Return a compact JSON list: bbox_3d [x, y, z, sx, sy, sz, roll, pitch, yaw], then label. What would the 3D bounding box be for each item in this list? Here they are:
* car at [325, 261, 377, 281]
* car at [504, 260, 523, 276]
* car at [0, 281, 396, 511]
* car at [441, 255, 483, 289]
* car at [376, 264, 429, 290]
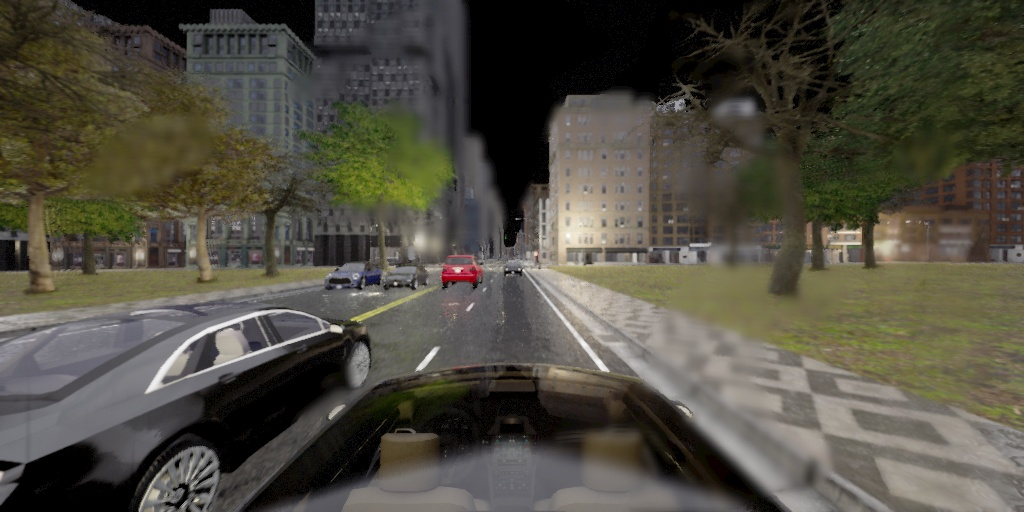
[{"bbox_3d":[-9.748,1.152,22.464,2.097,1.767,4.553,0,0,0],"label":"car"},{"bbox_3d":[0.105,1.355,37.047,1.895,1.301,4.718,0,0,0],"label":"car"},{"bbox_3d":[-3.151,1.241,3.841,2.128,1.511,4.902,0,0,0],"label":"car"},{"bbox_3d":[-3.148,0.968,23.483,2.150,2.045,5.566,0,0,0],"label":"car"},{"bbox_3d":[-6.498,1.294,22.434,1.837,1.490,4.892,0,0,0],"label":"car"}]
